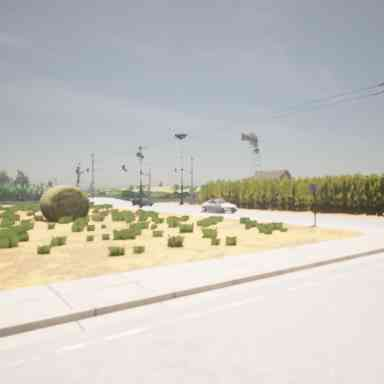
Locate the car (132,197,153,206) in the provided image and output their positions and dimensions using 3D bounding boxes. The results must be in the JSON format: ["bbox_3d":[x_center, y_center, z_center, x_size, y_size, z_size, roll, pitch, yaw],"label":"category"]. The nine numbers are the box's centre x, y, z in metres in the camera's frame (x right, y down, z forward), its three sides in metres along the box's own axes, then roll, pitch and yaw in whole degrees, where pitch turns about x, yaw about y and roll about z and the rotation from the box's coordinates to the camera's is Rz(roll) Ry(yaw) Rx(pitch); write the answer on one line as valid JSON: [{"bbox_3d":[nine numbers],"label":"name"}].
[{"bbox_3d":[-7.576,1.525,50.515,1.812,1.442,4.674,0,0,-33],"label":"car"}]

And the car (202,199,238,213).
[{"bbox_3d":[2.834,1.499,35.138,1.812,1.442,4.674,0,0,-35],"label":"car"}]
